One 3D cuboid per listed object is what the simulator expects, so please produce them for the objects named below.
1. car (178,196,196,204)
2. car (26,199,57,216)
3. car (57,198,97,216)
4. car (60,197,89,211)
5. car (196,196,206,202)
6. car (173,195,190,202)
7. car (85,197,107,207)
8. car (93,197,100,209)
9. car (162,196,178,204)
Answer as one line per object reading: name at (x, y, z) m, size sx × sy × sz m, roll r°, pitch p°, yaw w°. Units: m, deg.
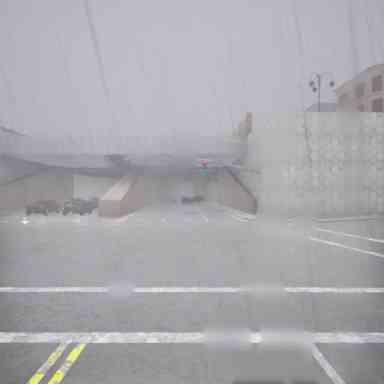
car at (-0.991, 1.547, 64.791) m, size 2.033 × 1.411 × 5.357 m, roll 0°, pitch 0°, yaw 4°
car at (-14.826, 1.478, 33.438) m, size 1.882 × 1.535 × 5.008 m, roll 0°, pitch 0°, yaw -1°
car at (-11.317, 1.601, 33.115) m, size 1.895 × 1.301 × 4.718 m, roll 0°, pitch 0°, yaw -1°
car at (-15.061, 1.491, 42.828) m, size 2.128 × 1.511 × 4.902 m, roll 0°, pitch 0°, yaw -1°
car at (1.520, 1.524, 74.777) m, size 1.812 × 1.442 × 4.674 m, roll 0°, pitch 0°, yaw 28°
car at (-2.348, 1.524, 74.649) m, size 1.812 × 1.442 × 4.674 m, roll 0°, pitch 0°, yaw 24°
car at (-15.293, 1.547, 53.095) m, size 2.033 × 1.411 × 5.357 m, roll 0°, pitch 0°, yaw -1°
car at (-11.550, 1.601, 42.282) m, size 1.895 × 1.301 × 4.718 m, roll 0°, pitch 0°, yaw -1°
car at (-4.521, 1.547, 64.292) m, size 2.033 × 1.411 × 5.357 m, roll 0°, pitch 0°, yaw 5°
